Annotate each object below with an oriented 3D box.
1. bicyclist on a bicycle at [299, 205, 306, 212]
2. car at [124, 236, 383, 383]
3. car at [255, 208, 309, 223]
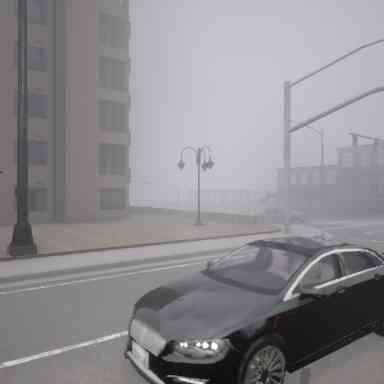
[{"bbox_3d":[13.575,2.464,40.693,1.656,1.620,0.582,0,-8,-35],"label":"bicyclist on a bicycle"},{"bbox_3d":[1.441,1.491,5.006,4.902,1.511,2.128,0,0,-35],"label":"car"},{"bbox_3d":[7.958,2.096,29.830,1.895,1.301,4.718,0,-4,-36],"label":"car"}]
